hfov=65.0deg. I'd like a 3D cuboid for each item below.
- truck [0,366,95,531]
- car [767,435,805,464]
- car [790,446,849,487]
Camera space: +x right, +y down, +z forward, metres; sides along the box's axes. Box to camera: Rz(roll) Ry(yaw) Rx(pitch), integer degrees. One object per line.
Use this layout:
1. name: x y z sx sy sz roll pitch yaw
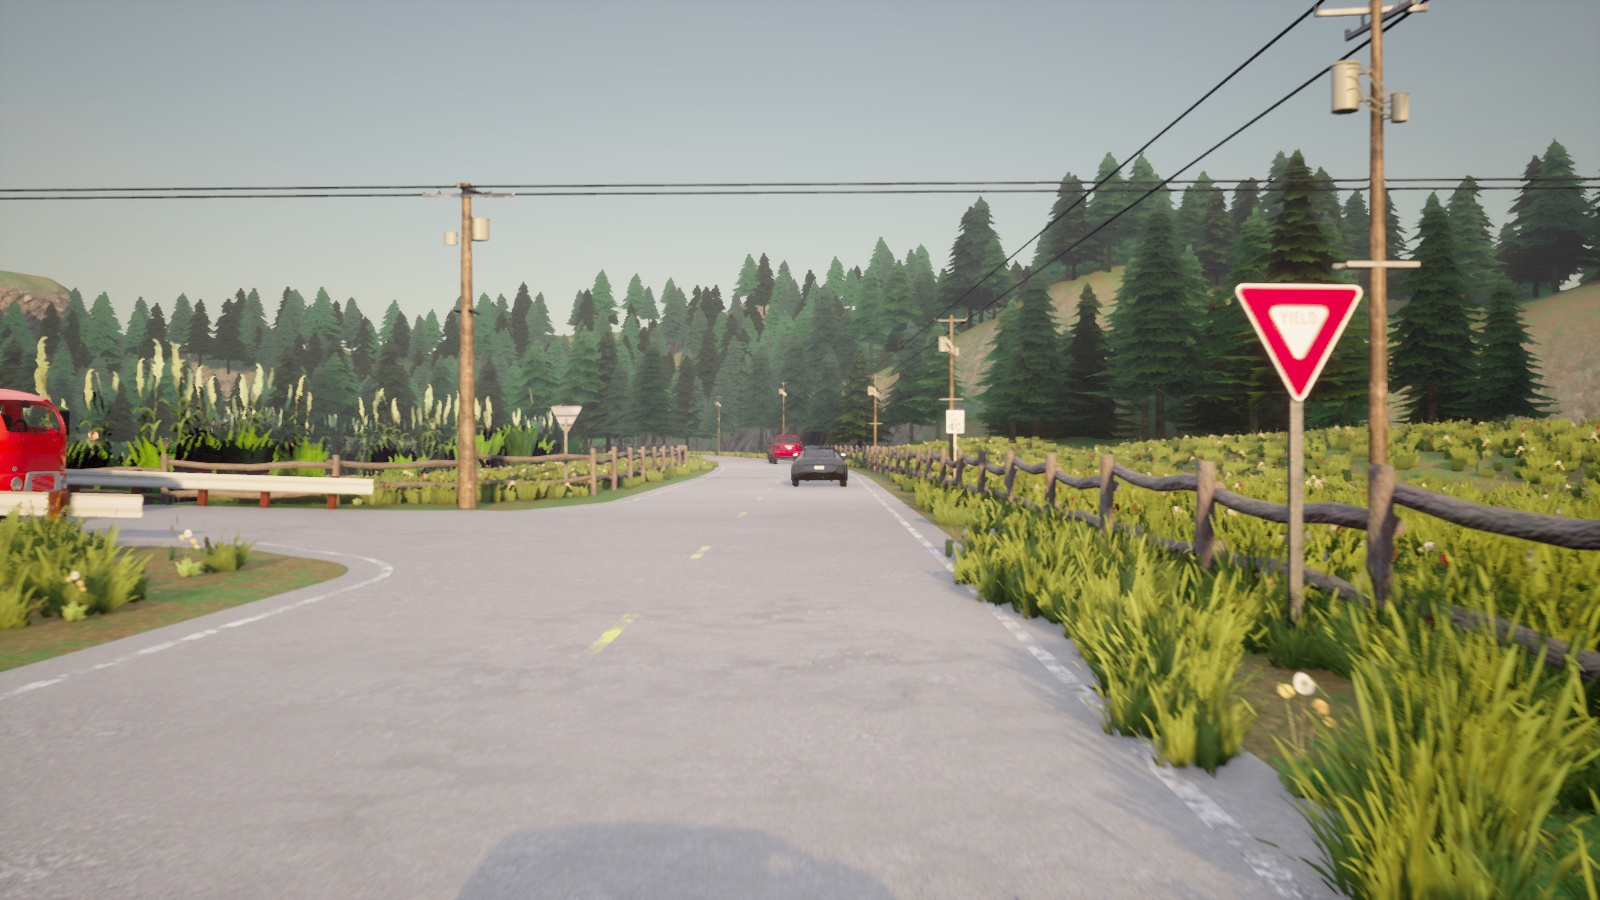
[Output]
1. truck: -14.516 -0.102 19.873 5.204 2.467 2.627 2 0 2
2. car: -1.038 -0.041 89.744 2.150 2.045 5.566 0 0 -6
3. car: 0.699 0.557 45.024 1.994 1.385 4.181 0 0 1
